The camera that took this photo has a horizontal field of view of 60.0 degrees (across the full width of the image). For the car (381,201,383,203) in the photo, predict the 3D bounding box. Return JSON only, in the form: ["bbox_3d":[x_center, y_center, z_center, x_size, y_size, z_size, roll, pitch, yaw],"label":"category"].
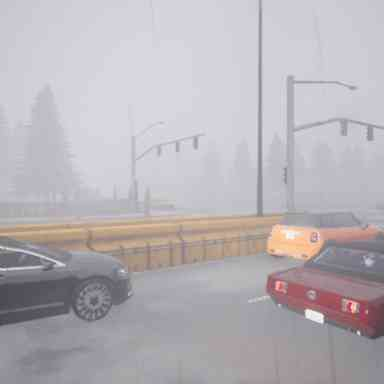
[{"bbox_3d":[26.564,1.715,44.493,5.357,1.411,2.033,0,0,-36],"label":"car"}]

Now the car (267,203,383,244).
[{"bbox_3d":[4.744,1.388,11.443,4.553,1.767,2.097,0,0,-36],"label":"car"}]

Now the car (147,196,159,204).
[{"bbox_3d":[-8.134,1.635,70.105,2.033,1.411,5.357,0,0,-2],"label":"car"}]

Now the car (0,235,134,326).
[{"bbox_3d":[-3.411,1.494,5.606,4.902,1.511,2.128,0,0,-36],"label":"car"}]

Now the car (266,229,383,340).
[{"bbox_3d":[3.689,1.624,6.385,4.718,1.301,1.895,0,0,-36],"label":"car"}]

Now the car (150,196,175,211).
[{"bbox_3d":[-4.087,1.555,43.381,1.882,1.535,5.008,0,0,-36],"label":"car"}]
